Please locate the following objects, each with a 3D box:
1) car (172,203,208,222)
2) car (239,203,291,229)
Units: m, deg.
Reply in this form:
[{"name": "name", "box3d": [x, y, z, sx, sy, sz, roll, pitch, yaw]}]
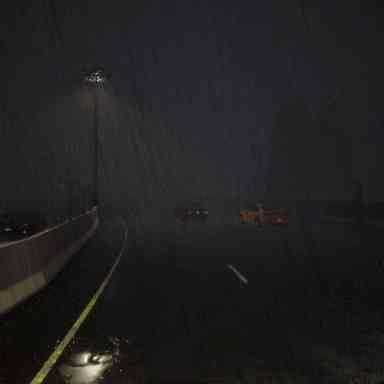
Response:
[{"name": "car", "box3d": [-0.234, 1.565, 26.873, 2.033, 1.411, 5.357, 0, 0, -15]}, {"name": "car", "box3d": [4.570, 1.478, 21.619, 1.882, 1.535, 5.008, 0, 0, -11]}]
